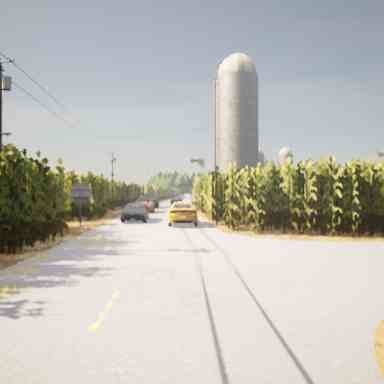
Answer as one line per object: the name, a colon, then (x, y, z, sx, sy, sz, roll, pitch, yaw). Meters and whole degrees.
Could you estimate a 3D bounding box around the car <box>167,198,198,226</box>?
car: (-0.703, 1.440, 23.247, 1.882, 1.535, 5.008, 0, 0, -4)

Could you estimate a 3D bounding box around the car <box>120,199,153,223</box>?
car: (-4.271, 1.507, 25.382, 2.033, 1.411, 5.357, 0, 0, -5)

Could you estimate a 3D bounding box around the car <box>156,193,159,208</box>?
car: (-5.694, 1.148, 45.642, 2.150, 2.045, 5.566, 0, 0, -2)

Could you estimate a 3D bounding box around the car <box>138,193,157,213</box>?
car: (-5.080, 1.295, 35.491, 2.097, 1.767, 4.553, 0, 0, -4)
